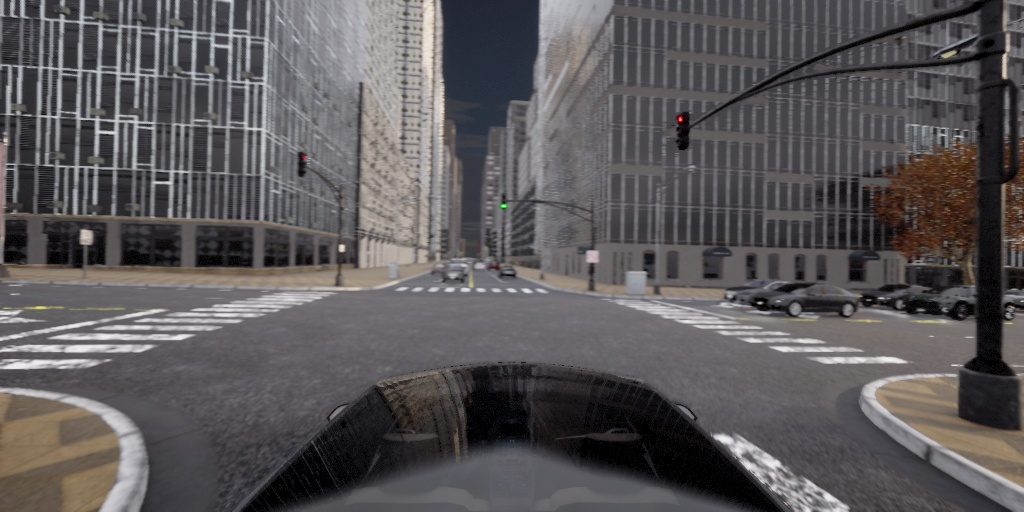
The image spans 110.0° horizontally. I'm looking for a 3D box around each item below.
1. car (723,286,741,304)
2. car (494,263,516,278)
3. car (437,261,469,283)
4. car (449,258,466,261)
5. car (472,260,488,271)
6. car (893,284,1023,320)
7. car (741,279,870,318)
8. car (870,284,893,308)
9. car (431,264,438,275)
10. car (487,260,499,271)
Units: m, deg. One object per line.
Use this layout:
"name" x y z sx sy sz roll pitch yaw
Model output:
"car" 14.654 2.100 20.535 4.902 1.511 2.128 2 -1 -9
"car" -0.575 1.753 40.068 1.948 1.339 4.313 0 0 -7
"car" -5.042 1.485 31.320 2.128 1.511 4.902 1 -1 -7
"car" -6.262 1.305 41.901 2.150 2.045 5.566 1 -1 -6
"car" -5.490 1.828 60.740 1.812 1.442 4.674 1 -1 -6
"car" 23.006 2.265 18.568 4.553 1.767 2.097 2 -1 -9
"car" 13.940 2.041 17.141 4.892 1.490 1.837 2 -1 -10
"car" 23.926 2.500 22.003 4.892 1.490 1.837 2 -1 -9
"car" -9.087 1.635 44.645 1.802 1.307 4.207 0 0 -7
"car" -3.174 1.681 62.024 2.192 1.841 5.009 0 0 -7
